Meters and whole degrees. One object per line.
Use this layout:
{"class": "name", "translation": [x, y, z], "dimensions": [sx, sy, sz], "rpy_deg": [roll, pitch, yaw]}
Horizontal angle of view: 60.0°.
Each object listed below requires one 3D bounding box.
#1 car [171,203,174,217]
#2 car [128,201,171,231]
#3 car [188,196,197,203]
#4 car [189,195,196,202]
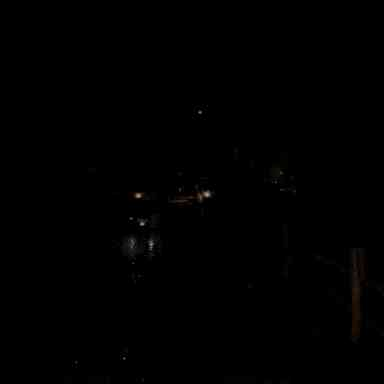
{"class": "car", "translation": [-2.739, 1.643, 33.316], "dimensions": [2.033, 1.411, 5.357], "rpy_deg": [0, 0, 0]}
{"class": "car", "translation": [-2.751, 1.527, 20.949], "dimensions": [2.128, 1.511, 4.902], "rpy_deg": [0, 0, 0]}
{"class": "car", "translation": [0.041, 1.790, 76.542], "dimensions": [2.128, 1.511, 4.902], "rpy_deg": [0, 0, 0]}
{"class": "car", "translation": [0.048, 1.680, 86.978], "dimensions": [1.812, 1.442, 4.674], "rpy_deg": [0, 0, 0]}
